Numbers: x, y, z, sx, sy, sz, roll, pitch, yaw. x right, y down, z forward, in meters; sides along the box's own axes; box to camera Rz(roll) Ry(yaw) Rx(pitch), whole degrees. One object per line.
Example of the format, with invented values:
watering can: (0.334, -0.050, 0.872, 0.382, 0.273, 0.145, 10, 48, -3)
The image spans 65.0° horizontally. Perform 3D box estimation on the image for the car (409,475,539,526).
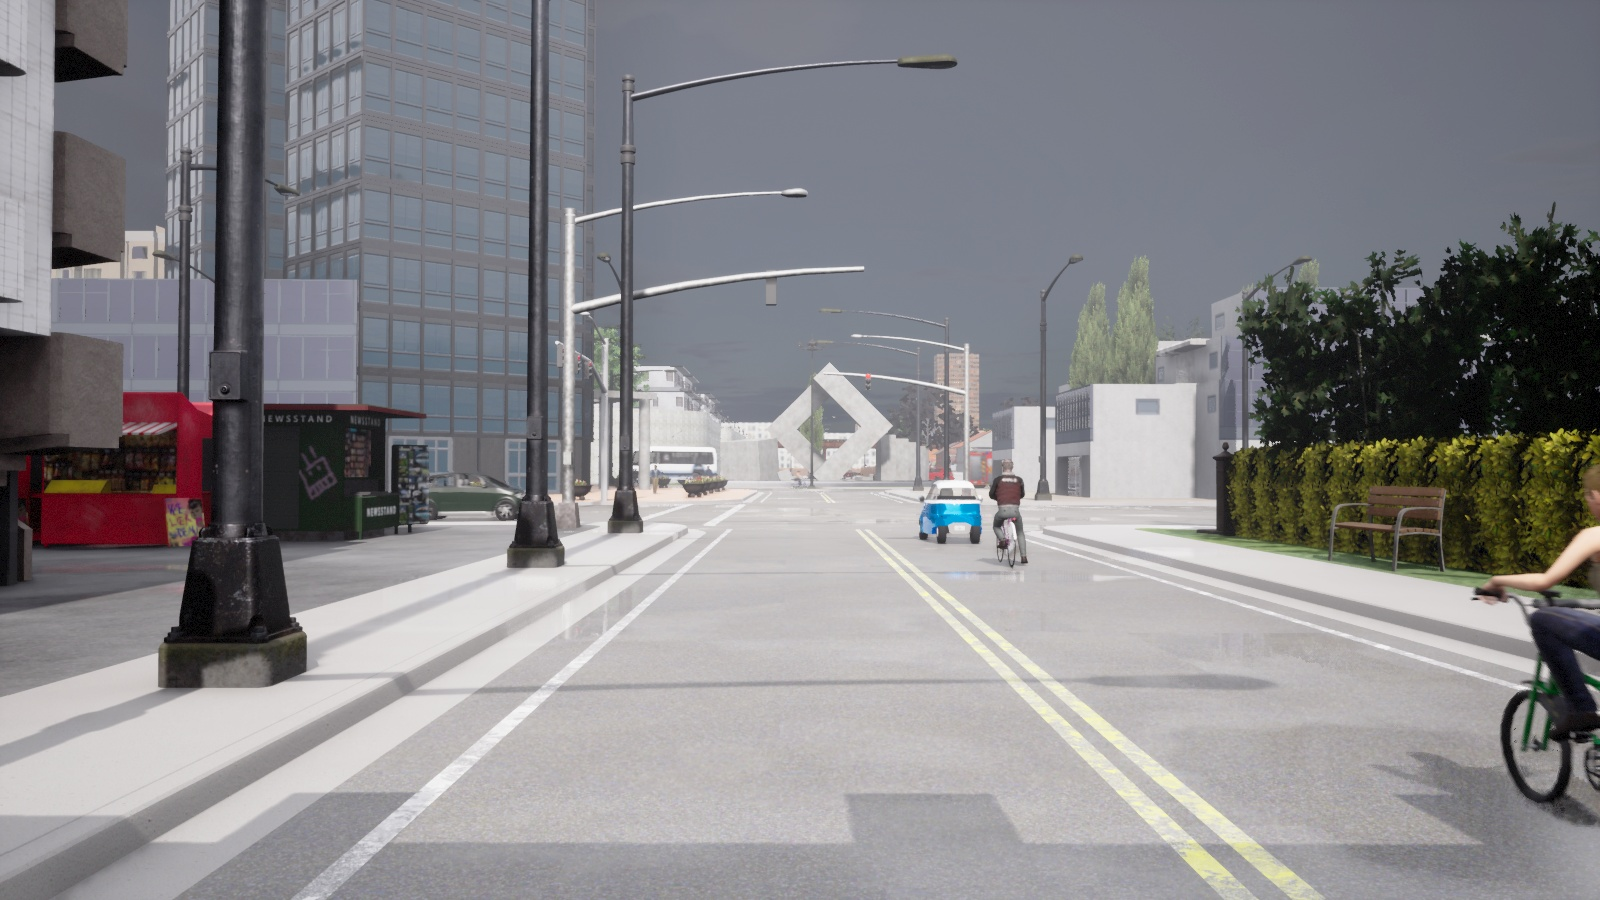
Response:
car: (-10.440, 1.592, 40.396, 3.705, 1.549, 1.789, -1, -1, -1)

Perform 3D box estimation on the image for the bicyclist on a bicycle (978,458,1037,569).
bicyclist on a bicycle: (3.446, 1.023, 21.000, 0.659, 1.776, 1.843, 0, -1, 0)

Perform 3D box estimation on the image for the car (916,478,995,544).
car: (3.429, 1.324, 27.981, 1.481, 1.376, 2.207, 0, -1, 0)

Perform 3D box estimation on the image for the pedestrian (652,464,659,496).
pedestrian: (-8.789, 1.827, 76.489, 0.423, 1.949, 0.788, 0, -1, -8)

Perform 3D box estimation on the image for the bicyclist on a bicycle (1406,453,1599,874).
bicyclist on a bicycle: (3.491, 0.830, 5.549, 0.866, 1.612, 1.509, 0, -1, 0)
